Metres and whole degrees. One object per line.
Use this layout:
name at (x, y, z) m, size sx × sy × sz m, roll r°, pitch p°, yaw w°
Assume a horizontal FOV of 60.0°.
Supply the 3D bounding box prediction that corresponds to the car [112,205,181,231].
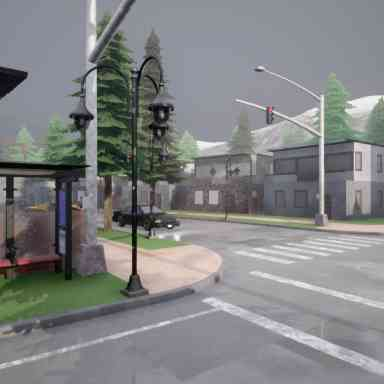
car at (-3.031, 1.531, 20.805) m, size 2.033 × 1.411 × 5.357 m, roll 0°, pitch 0°, yaw -42°

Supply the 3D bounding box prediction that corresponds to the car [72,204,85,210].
car at (-10.919, 1.461, 27.711) m, size 5.008 × 1.535 × 1.882 m, roll 0°, pitch 0°, yaw 37°
